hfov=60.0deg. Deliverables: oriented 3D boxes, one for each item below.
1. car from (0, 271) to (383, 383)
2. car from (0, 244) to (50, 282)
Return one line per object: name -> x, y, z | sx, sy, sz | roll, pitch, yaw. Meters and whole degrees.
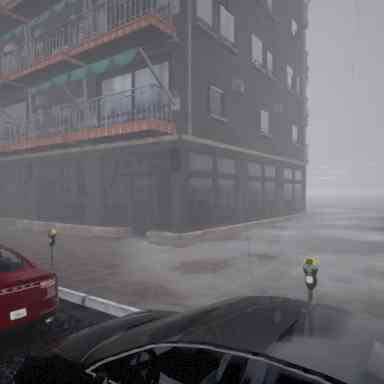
car -> 0.383, 1.566, 2.602 | 4.313, 1.339, 1.947 | 0, 0, 36
car -> -4.205, 1.545, 5.876 | 4.507, 1.381, 1.887 | 0, 0, 36
